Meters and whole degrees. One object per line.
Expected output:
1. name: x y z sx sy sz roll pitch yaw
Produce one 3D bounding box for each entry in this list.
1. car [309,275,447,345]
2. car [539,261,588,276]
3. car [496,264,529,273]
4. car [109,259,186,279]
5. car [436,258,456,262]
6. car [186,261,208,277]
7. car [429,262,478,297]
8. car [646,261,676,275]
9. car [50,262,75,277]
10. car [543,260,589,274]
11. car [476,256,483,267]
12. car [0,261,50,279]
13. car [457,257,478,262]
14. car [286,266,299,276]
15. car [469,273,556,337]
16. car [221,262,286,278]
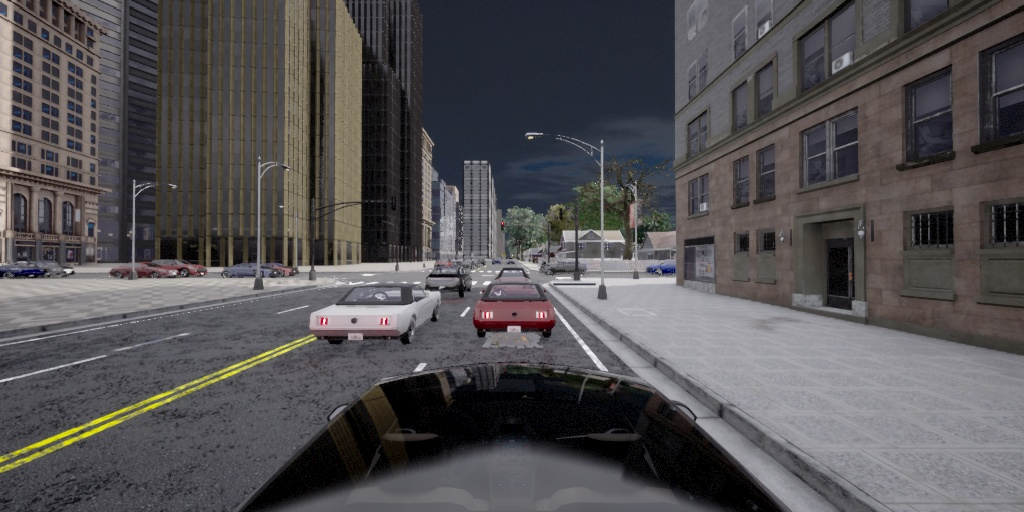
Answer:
1. car: -3.181 1.352 9.502 1.895 1.301 4.718 0 0 0
2. car: 5.290 1.259 37.665 4.902 1.511 2.128 0 -1 -6
3. car: 0.038 1.316 18.981 1.994 1.385 4.181 0 0 0
4. car: -31.215 1.233 30.490 4.674 1.442 1.812 0 -1 -4
5. car: -10.018 1.105 52.660 2.097 1.767 4.553 0 0 0
6. car: -31.515 1.092 33.724 4.553 1.767 2.097 0 -1 -5
7. car: -3.209 1.243 18.756 2.128 1.511 4.902 0 0 0
8. car: 16.810 1.250 38.018 5.008 1.535 1.882 0 -1 0
9. car: -43.135 1.228 32.666 4.902 1.511 2.128 0 -1 -6
10. car: 6.183 1.281 41.304 5.008 1.535 1.882 0 -1 0
11. car: -6.777 1.258 64.627 1.837 1.490 4.892 0 0 0
12. car: -42.061 1.305 29.522 4.718 1.301 1.895 0 -1 -6
13. car: -6.770 1.257 54.488 1.837 1.490 4.892 0 0 0
14. car: -22.831 1.304 34.265 4.181 1.385 1.994 0 -1 -3
15. car: 0.052 1.350 10.224 1.895 1.301 4.718 0 0 0
16. car: -22.543 1.271 31.024 4.181 1.385 1.994 0 -1 -3
